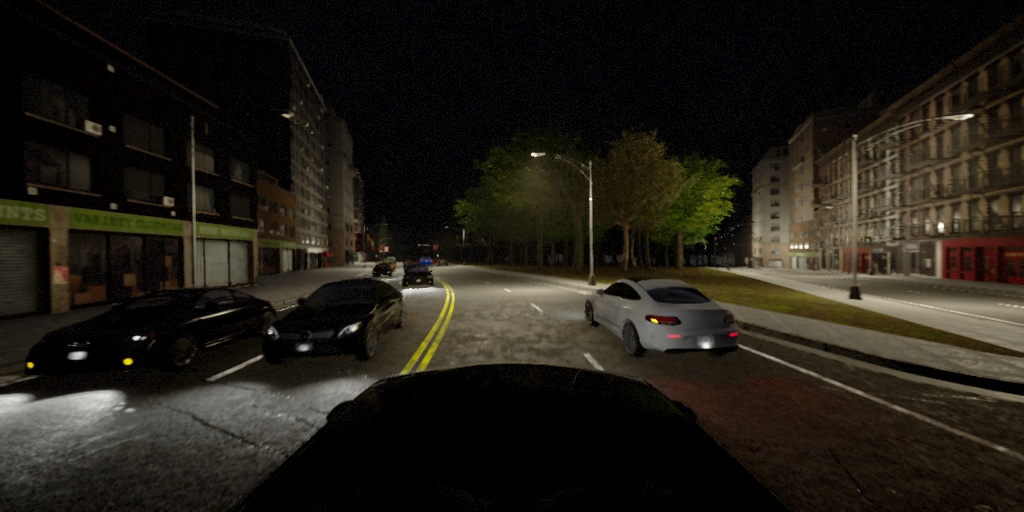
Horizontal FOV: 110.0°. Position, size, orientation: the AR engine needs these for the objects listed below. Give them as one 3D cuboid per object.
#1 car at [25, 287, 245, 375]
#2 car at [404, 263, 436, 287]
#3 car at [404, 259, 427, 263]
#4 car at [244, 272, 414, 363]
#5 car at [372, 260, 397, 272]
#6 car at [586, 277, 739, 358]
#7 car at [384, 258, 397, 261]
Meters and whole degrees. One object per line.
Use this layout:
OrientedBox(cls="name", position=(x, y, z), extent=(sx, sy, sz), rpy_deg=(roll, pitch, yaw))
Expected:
OrientedBox(cls="car", position=(-7.026, 1.387, 7.656), extent=(1.994, 1.385, 4.181), rpy_deg=(-1, 0, -5))
OrientedBox(cls="car", position=(-6.468, 1.401, 24.956), extent=(1.994, 1.385, 4.181), rpy_deg=(-1, 0, -14))
OrientedBox(cls="car", position=(-11.783, 1.402, 42.989), extent=(2.128, 1.511, 4.902), rpy_deg=(-1, 0, -17))
OrientedBox(cls="car", position=(-3.768, 1.291, 8.462), extent=(1.812, 1.442, 4.674), rpy_deg=(-1, 0, -5))
OrientedBox(cls="car", position=(-13.354, 1.478, 37.158), extent=(2.033, 1.411, 5.357), rpy_deg=(-1, 0, -17))
OrientedBox(cls="car", position=(3.080, 1.195, 8.255), extent=(1.812, 1.442, 4.674), rpy_deg=(-1, 1, -3))
OrientedBox(cls="car", position=(-17.273, 1.458, 49.829), extent=(1.882, 1.535, 5.008), rpy_deg=(-1, 0, -17))
